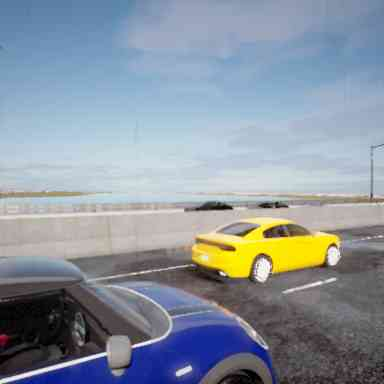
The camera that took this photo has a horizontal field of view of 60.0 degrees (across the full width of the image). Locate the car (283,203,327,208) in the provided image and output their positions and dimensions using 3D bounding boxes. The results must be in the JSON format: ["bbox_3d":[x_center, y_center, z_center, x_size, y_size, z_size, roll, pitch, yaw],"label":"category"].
[{"bbox_3d":[10.176,1.636,28.323,4.181,1.385,1.994,0,0,-35],"label":"car"}]

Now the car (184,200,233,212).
[{"bbox_3d":[1.582,1.534,30.844,5.008,1.535,1.882,0,0,-35],"label":"car"}]

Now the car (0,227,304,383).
[{"bbox_3d":[-1.405,1.353,2.738,4.553,1.767,2.097,0,0,-36],"label":"car"}]

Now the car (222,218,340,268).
[{"bbox_3d":[2.335,1.499,9.700,5.008,1.535,1.882,0,0,-35],"label":"car"}]

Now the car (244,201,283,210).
[{"bbox_3d":[6.782,1.572,30.219,4.892,1.490,1.837,0,0,-35],"label":"car"}]
